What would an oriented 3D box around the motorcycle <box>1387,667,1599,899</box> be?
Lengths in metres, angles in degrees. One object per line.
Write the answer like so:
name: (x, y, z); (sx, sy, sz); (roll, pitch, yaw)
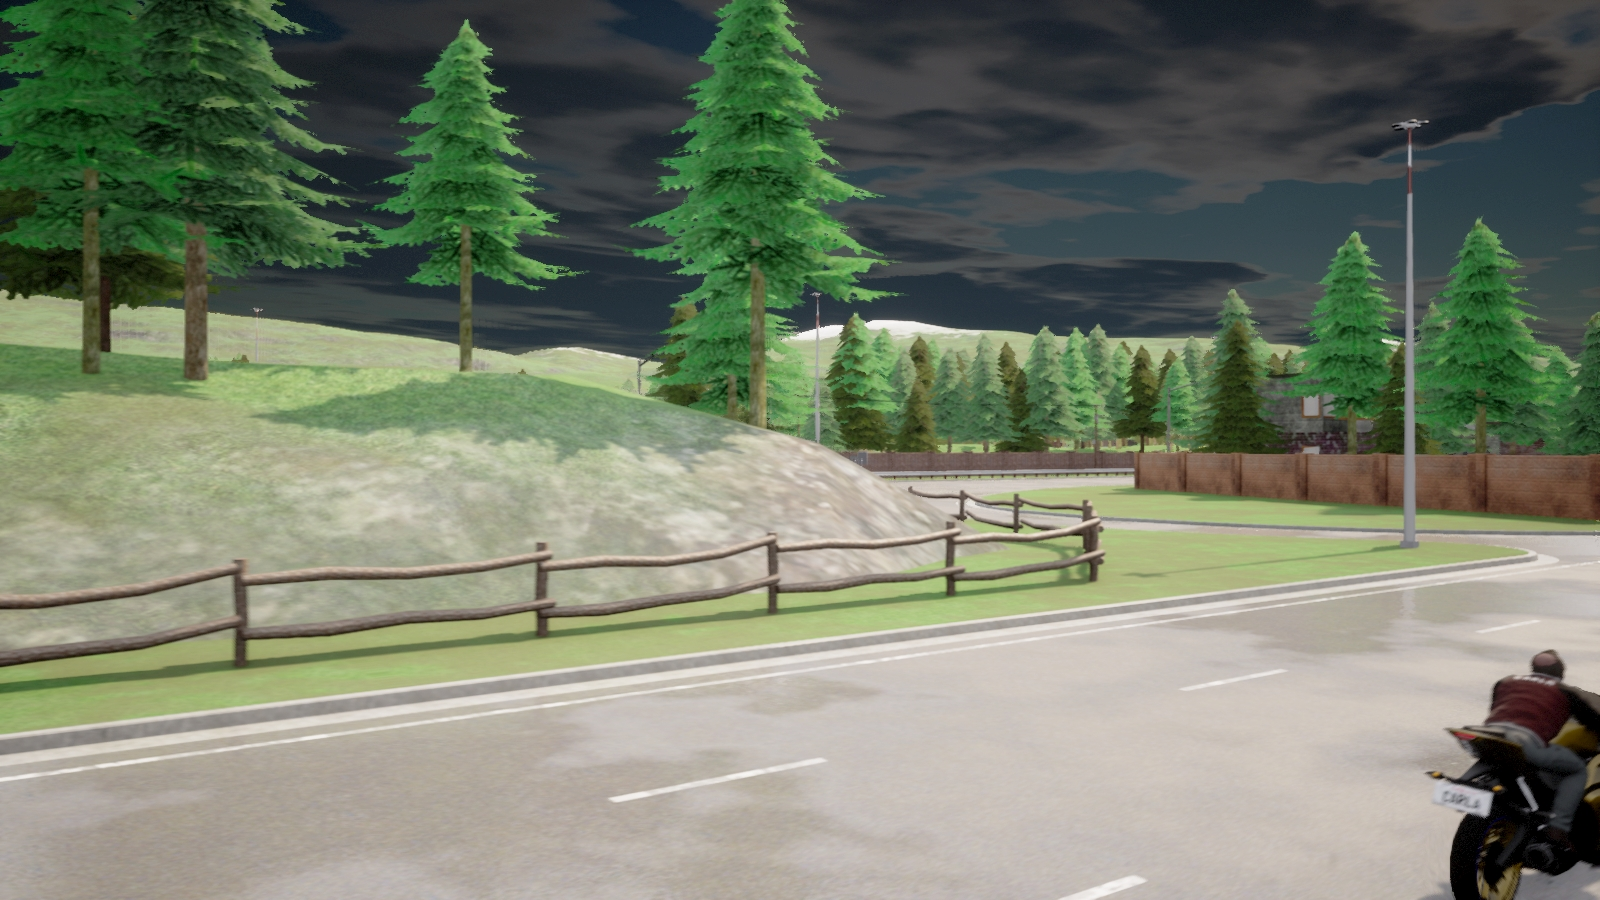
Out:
motorcycle: (4.804, 2.205, 7.365); (2.209, 1.251, 0.867); (0, 0, -34)
